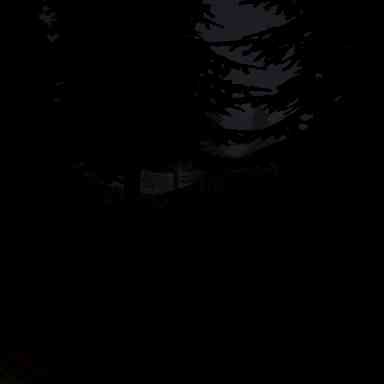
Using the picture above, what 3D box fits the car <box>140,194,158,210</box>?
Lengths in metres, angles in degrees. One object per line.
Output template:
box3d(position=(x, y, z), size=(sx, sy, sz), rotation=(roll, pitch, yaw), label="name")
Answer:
box3d(position=(-6.466, 1.206, 39.262), size=(2.150, 2.045, 5.566), rotation=(0, 0, 37), label="car")
